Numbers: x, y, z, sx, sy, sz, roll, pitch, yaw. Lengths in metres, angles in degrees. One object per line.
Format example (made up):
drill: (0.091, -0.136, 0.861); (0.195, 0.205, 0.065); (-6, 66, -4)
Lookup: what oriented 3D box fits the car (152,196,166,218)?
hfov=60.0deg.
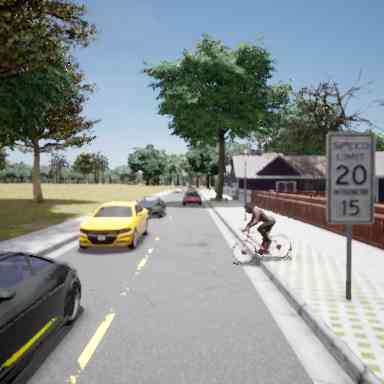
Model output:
car: (-2.872, 0.975, 22.949); (1.994, 1.385, 4.181); (0, 2, 1)

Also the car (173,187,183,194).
car: (-2.876, -0.376, 68.516); (1.812, 1.442, 4.674); (0, 2, 0)

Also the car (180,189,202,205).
car: (0.036, 0.644, 35.523); (1.994, 1.385, 4.181); (0, 2, 0)

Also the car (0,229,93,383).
car: (-2.851, 1.461, 3.937); (1.994, 1.385, 4.181); (0, 1, 0)

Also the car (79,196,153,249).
car: (-2.870, 1.142, 13.049); (1.882, 1.535, 5.008); (0, 1, 0)

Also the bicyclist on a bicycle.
bicyclist on a bicycle: (1.831, 1.116, 9.072); (1.656, 1.620, 0.582); (-9, 1, 0)
